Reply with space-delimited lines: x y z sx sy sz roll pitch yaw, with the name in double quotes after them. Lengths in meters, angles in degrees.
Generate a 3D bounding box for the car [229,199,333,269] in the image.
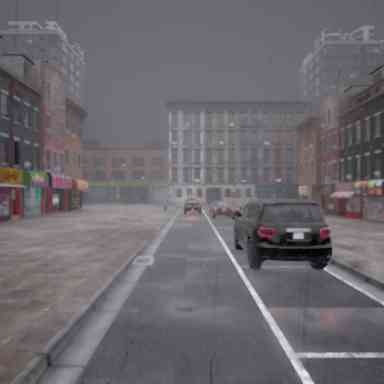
2.749 1.231 11.264 2.150 2.045 5.566 0 0 0 "car"

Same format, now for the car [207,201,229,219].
2.643 1.463 29.418 1.967 1.590 4.097 0 0 0 "car"

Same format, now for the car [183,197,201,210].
-0.077 1.536 45.082 2.128 1.511 4.902 0 0 -3 "car"

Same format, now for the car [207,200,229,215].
2.642 1.580 34.922 2.008 1.369 4.403 0 0 0 "car"

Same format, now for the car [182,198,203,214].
0.073 1.535 35.240 1.837 1.490 4.892 0 0 0 "car"
